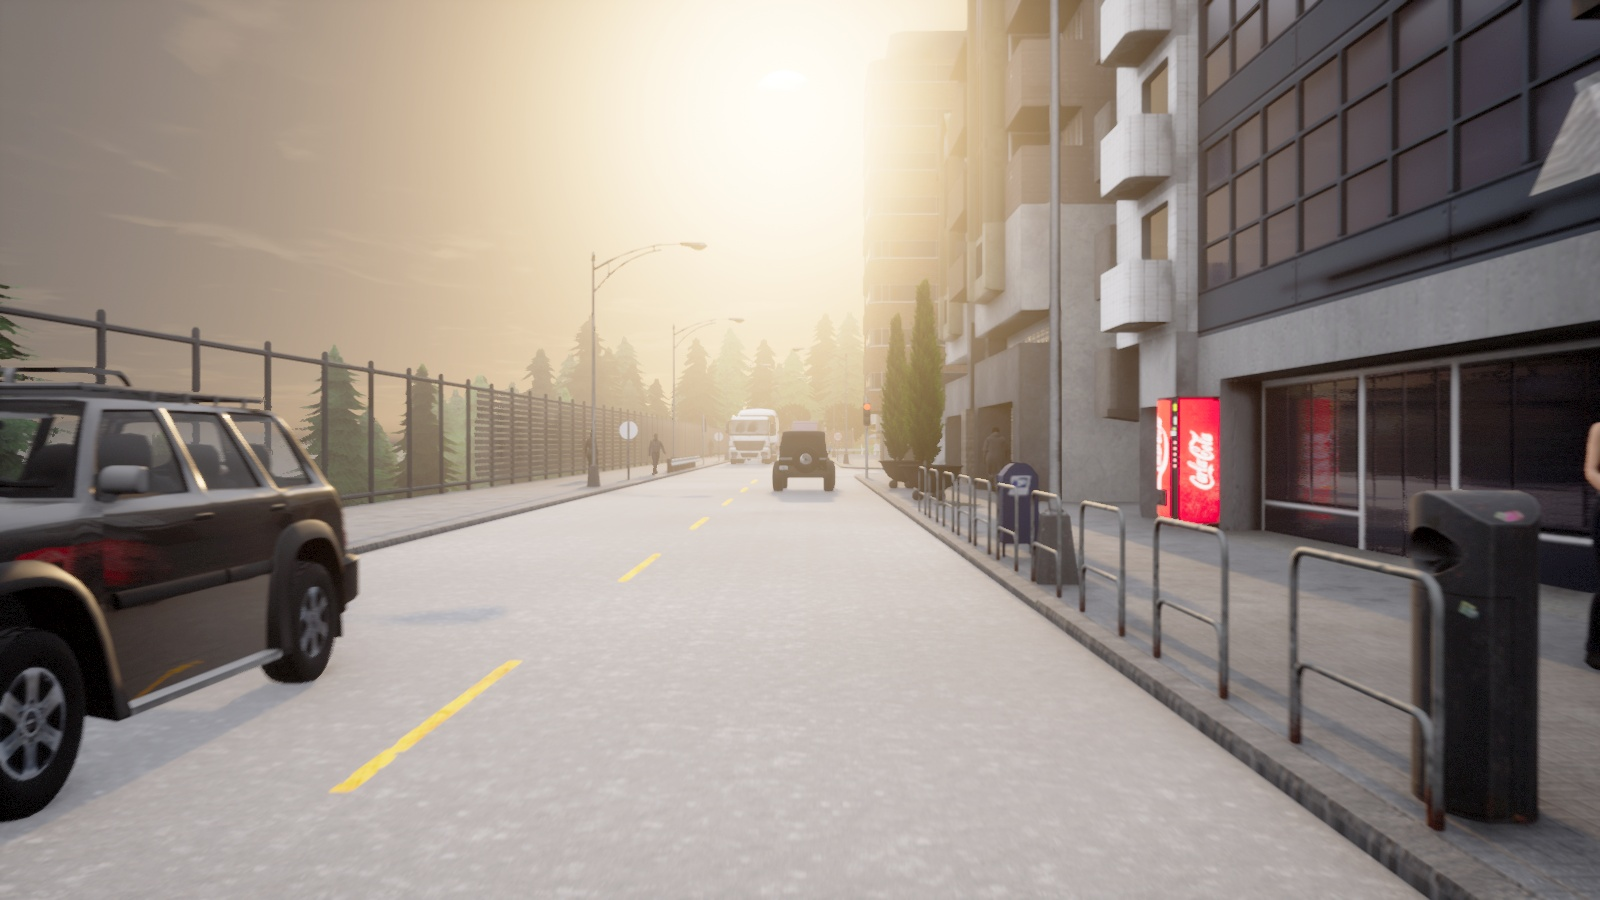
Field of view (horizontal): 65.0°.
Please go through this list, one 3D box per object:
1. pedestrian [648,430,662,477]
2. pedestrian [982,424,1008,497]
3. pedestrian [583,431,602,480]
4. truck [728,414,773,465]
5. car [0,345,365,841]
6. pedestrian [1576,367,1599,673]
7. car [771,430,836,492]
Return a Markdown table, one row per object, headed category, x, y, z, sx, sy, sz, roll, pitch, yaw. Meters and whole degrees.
| category | x | y | z | sx | sy | sz | roll | pitch | yaw |
| --- | --- | --- | --- | --- | --- | --- | --- | --- | --- |
| pedestrian | -6.148 | 0.151 | 53.288 | 0.423 | 1.949 | 0.788 | 0 | 0 | -22 |
| pedestrian | 5.302 | 0.268 | 34.134 | 0.659 | 1.952 | 0.873 | 0 | 0 | 7 |
| pedestrian | -7.695 | 0.188 | 46.517 | 0.328 | 1.805 | 0.869 | 0 | 0 | 19 |
| truck | -3.464 | -0.746 | 90.164 | 2.891 | 3.462 | 7.936 | 0 | 0 | 0 |
| car | -3.948 | 0.525 | 6.268 | 1.932 | 1.855 | 4.605 | 0 | 0 | 0 |
| pedestrian | 4.976 | 0.418 | 7.459 | 0.345 | 1.836 | 0.594 | 0 | 0 | -2 |
| car | 0.154 | 0.319 | 39.593 | 1.905 | 1.878 | 3.866 | 0 | 0 | 2 |
